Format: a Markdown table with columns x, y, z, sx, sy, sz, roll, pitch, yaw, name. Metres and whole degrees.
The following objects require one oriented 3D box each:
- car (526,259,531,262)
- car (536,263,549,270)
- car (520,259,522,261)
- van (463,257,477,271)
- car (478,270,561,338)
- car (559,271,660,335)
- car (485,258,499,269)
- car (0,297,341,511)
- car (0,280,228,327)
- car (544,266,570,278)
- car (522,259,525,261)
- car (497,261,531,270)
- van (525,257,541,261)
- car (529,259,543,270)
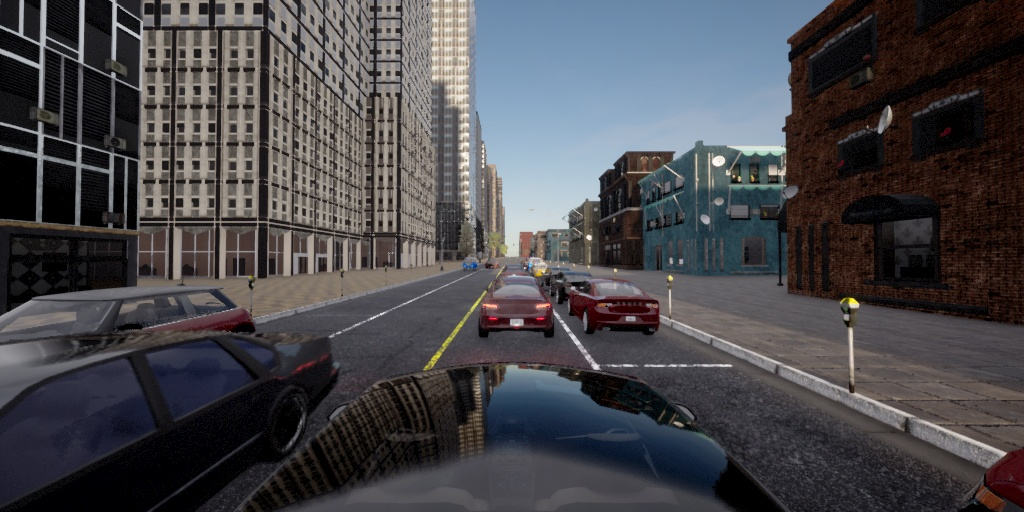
| x | y | z | sx | sy | sz | roll | pitch | yaw | name |
| --- | --- | --- | --- | --- | --- | --- | --- | --- | --- |
| 2.728 | 1.298 | 37.457 | 2.007 | 1.370 | 4.403 | 0 | 0 | 0 | car |
| 2.711 | 1.316 | 21.488 | 1.948 | 1.339 | 4.313 | 0 | 0 | 0 | car |
| 2.745 | 1.057 | 53.891 | 2.192 | 1.841 | 5.009 | 0 | 0 | 0 | car |
| -5.641 | 1.085 | 48.418 | 1.690 | 1.789 | 3.998 | 0 | 0 | 0 | van |
| 0.106 | 1.277 | 10.111 | 1.812 | 1.442 | 4.674 | 0 | 0 | 0 | car |
| 2.700 | 1.296 | 10.398 | 1.888 | 1.381 | 4.507 | 0 | 0 | 0 | car |
| -2.999 | 1.093 | 54.854 | 2.097 | 1.767 | 4.553 | 0 | 0 | 1 | car |
| -3.101 | 1.297 | 2.248 | 2.033 | 1.411 | 5.357 | 0 | 0 | 0 | car |
| -5.687 | 1.190 | 4.857 | 1.967 | 1.591 | 4.097 | 0 | 0 | 0 | car |
| 2.705 | 1.316 | 15.944 | 1.948 | 1.339 | 4.313 | 0 | 0 | 0 | car |
| 2.739 | 1.184 | 48.413 | 1.967 | 1.591 | 4.097 | 0 | 0 | 0 | car |
| 0.129 | 1.313 | 26.867 | 1.994 | 1.385 | 4.181 | 0 | 0 | 0 | car |
| 2.734 | 1.087 | 42.935 | 1.690 | 1.789 | 3.998 | 0 | 0 | 0 | van |
| 2.723 | 1.274 | 32.149 | 1.751 | 1.417 | 4.829 | 0 | 0 | 0 | car |
